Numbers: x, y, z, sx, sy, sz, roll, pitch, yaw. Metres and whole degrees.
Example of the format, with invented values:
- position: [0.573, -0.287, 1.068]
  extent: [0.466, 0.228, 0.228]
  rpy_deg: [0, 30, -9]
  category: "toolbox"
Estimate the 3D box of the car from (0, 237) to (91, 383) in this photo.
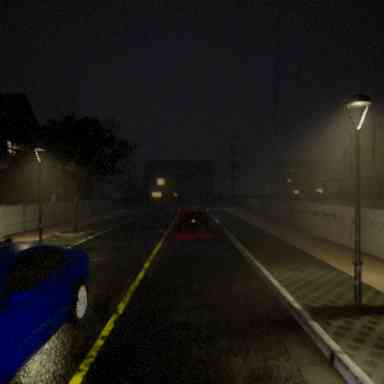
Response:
- position: [-2.855, 1.480, 4.364]
  extent: [1.882, 1.535, 5.008]
  rpy_deg: [0, 0, 0]
  category: "car"

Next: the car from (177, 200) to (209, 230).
- position: [0.079, 1.504, 21.457]
  extent: [1.882, 1.535, 5.008]
  rpy_deg: [0, 0, 0]
  category: "car"
